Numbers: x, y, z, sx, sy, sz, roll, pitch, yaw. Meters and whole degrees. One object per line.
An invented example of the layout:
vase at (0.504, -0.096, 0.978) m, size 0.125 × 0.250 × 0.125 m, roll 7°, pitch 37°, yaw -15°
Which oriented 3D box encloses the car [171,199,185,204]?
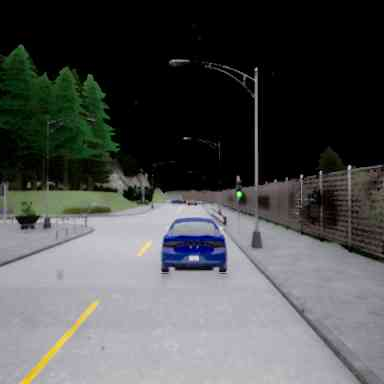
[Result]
car at (-3.468, 2.444, 86.429) m, size 4.674 × 1.442 × 1.812 m, roll -1°, pitch -1°, yaw 40°

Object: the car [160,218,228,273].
car at (0.070, 1.597, 11.115) m, size 1.882 × 1.535 × 5.008 m, roll 0°, pitch -1°, yaw 0°

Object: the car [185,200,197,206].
car at (0.038, 2.326, 72.590) m, size 1.994 × 1.385 × 4.181 m, roll 0°, pitch -1°, yaw 0°
